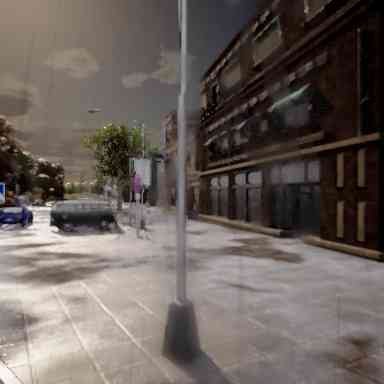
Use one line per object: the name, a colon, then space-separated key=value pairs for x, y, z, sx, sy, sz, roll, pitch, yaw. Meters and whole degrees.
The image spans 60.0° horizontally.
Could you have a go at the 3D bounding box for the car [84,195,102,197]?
car: x=-18.621 y=1.982 z=60.622 sx=4.553 sy=1.767 sz=2.185 roll=2 pitch=0 yaw=-36

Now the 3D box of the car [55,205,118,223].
car: x=-10.021 y=2.020 z=31.918 sx=5.366 sy=1.575 sz=1.946 roll=2 pitch=-1 yaw=-37

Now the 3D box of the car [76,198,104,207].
car: x=-19.459 y=1.992 z=63.504 sx=4.553 sy=1.767 sz=2.185 roll=2 pitch=0 yaw=-36

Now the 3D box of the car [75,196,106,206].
car: x=-21.165 y=1.889 z=69.230 sx=5.566 sy=2.045 sz=2.435 roll=2 pitch=0 yaw=-36

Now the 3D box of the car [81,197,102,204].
car: x=-25.372 y=2.088 z=83.659 sx=4.553 sy=1.767 sz=2.185 roll=2 pitch=-1 yaw=-36

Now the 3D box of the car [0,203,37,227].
car: x=-14.103 y=1.918 z=26.752 sx=1.882 sy=1.535 sz=5.008 roll=0 pitch=-1 yaw=-17

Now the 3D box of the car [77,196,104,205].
car: x=-23.688 y=1.930 z=77.887 sx=5.566 sy=2.045 sz=2.435 roll=2 pitch=-1 yaw=-36

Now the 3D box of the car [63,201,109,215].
car: x=-13.737 y=2.050 z=43.215 sx=5.366 sy=1.575 sz=1.946 roll=2 pitch=0 yaw=-36

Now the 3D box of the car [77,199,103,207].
car: x=-20.331 y=2.168 z=66.370 sx=4.674 sy=1.452 sz=2.002 roll=2 pitch=-1 yaw=-36

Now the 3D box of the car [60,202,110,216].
car: x=-12.886 y=2.043 z=40.337 sx=5.366 sy=1.575 sz=1.946 roll=2 pitch=0 yaw=-36

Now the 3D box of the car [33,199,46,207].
car: x=-28.870 y=2.104 z=62.737 sx=1.994 sy=1.385 sz=4.181 roll=0 pitch=0 yaw=-17

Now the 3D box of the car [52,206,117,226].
car: x=-9.293 y=1.980 z=28.934 sx=5.008 sy=1.535 sz=2.097 roll=2 pitch=-1 yaw=-37

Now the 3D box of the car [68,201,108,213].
car: x=-14.429 y=2.066 z=46.206 sx=4.892 sy=1.521 sz=2.231 roll=2 pitch=0 yaw=-36

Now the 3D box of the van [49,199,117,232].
van: x=-7.465 y=1.663 z=23.276 sx=4.442 sy=1.987 sz=1.878 roll=2 pitch=-2 yaw=-37
